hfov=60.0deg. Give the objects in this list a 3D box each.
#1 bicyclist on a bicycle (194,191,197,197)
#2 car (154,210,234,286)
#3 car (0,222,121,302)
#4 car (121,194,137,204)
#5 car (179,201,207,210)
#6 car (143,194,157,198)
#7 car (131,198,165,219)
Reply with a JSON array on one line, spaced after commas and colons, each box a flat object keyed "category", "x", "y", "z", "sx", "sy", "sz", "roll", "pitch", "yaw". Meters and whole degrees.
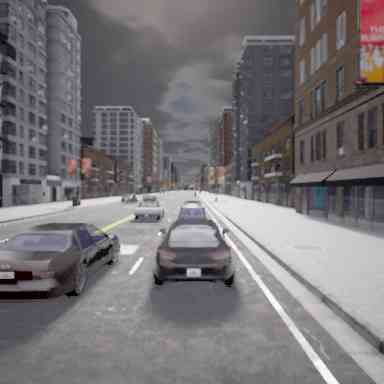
[{"category": "bicyclist on a bicycle", "x": 0.945, "y": 0.608, "z": 89.181, "sx": 0.582, "sy": 1.620, "sz": 1.656, "roll": 0, "pitch": 0, "yaw": 0}, {"category": "car", "x": 0.057, "y": 1.436, "z": 9.032, "sx": 1.812, "sy": 1.442, "sz": 4.674, "roll": 0, "pitch": 1, "yaw": 1}, {"category": "car", "x": -3.202, "y": 1.466, "z": 8.281, "sx": 2.033, "sy": 1.411, "sz": 5.357, "roll": 0, "pitch": 1, "yaw": 1}, {"category": "car", "x": -9.783, "y": 0.996, "z": 51.893, "sx": 2.128, "sy": 1.511, "sz": 4.902, "roll": 0, "pitch": 1, "yaw": 0}, {"category": "car", "x": 0.055, "y": 1.321, "z": 23.326, "sx": 2.033, "sy": 1.411, "sz": 5.357, "roll": 0, "pitch": 1, "yaw": 0}, {"category": "car", "x": -6.535, "y": 1.071, "z": 51.649, "sx": 1.994, "sy": 1.385, "sz": 4.181, "roll": 0, "pitch": 0, "yaw": 0}, {"category": "car", "x": -3.172, "y": 1.353, "z": 25.601, "sx": 1.895, "sy": 1.301, "sz": 4.718, "roll": 0, "pitch": 1, "yaw": 0}]
